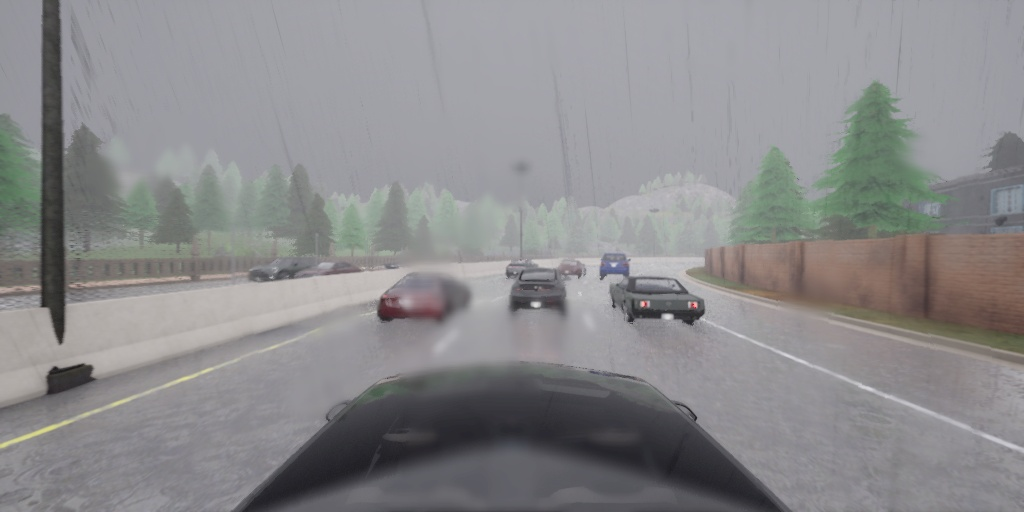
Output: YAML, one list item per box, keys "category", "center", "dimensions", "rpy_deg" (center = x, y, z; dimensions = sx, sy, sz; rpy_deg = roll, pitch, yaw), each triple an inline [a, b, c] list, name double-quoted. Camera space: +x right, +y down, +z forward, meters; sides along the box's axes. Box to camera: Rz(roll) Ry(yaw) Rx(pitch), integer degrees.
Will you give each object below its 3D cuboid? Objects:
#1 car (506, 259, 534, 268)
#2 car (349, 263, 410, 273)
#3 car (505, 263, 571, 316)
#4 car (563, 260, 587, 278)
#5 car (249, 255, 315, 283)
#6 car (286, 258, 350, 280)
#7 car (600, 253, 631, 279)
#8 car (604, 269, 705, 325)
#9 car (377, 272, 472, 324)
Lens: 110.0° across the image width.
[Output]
- category: "car"
  center: [0.926, 1.016, 28.545]
  dimensions: [2.128, 1.511, 4.902]
  rpy_deg: [0, 1, 17]
- category: "car"
  center: [-7.955, 1.129, 23.146]
  dimensions: [1.895, 1.301, 4.718]
  rpy_deg: [0, 0, 13]
- category: "car"
  center: [1.055, 1.163, 12.989]
  dimensions: [1.837, 1.490, 4.892]
  rpy_deg: [0, 0, 8]
- category: "car"
  center: [5.096, 1.057, 30.135]
  dimensions: [1.812, 1.442, 4.674]
  rpy_deg: [0, 0, 19]
- category: "car"
  center: [-14.904, 0.839, 23.952]
  dimensions: [2.097, 1.767, 4.553]
  rpy_deg: [0, 1, 13]
- category: "car"
  center: [-11.580, 1.038, 22.882]
  dimensions: [1.812, 1.442, 4.674]
  rpy_deg: [0, 0, 12]
- category: "car"
  center: [8.318, 0.779, 28.847]
  dimensions: [2.150, 2.045, 5.566]
  rpy_deg: [0, 0, 18]
- category: "car"
  center: [4.359, 1.287, 11.605]
  dimensions: [1.895, 1.301, 4.718]
  rpy_deg: [0, 0, 7]
- category: "car"
  center: [-2.630, 1.216, 11.648]
  dimensions: [1.994, 1.385, 4.181]
  rpy_deg: [0, 0, 6]
